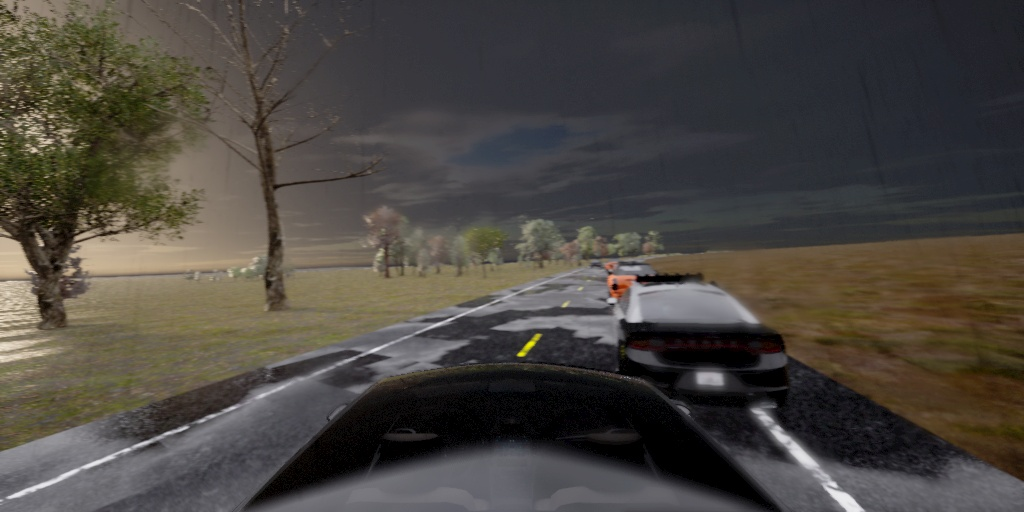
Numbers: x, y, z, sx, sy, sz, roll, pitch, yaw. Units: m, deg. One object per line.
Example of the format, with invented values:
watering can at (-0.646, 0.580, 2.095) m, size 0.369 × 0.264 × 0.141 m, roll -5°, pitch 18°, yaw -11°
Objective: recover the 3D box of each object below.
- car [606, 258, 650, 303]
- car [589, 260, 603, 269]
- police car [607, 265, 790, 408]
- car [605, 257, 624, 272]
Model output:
car at (5.322, 1.051, 15.862) m, size 2.097 × 1.767 × 4.553 m, roll -2°, pitch -1°, yaw 15°
car at (14.368, 1.360, 61.097) m, size 2.033 × 1.411 × 5.357 m, roll -2°, pitch -1°, yaw 18°
police car at (2.779, 1.121, 6.370) m, size 1.930 × 1.638 × 5.238 m, roll -2°, pitch -1°, yaw 15°
car at (13.259, 1.062, 46.246) m, size 2.097 × 1.767 × 4.553 m, roll -2°, pitch -1°, yaw 18°
